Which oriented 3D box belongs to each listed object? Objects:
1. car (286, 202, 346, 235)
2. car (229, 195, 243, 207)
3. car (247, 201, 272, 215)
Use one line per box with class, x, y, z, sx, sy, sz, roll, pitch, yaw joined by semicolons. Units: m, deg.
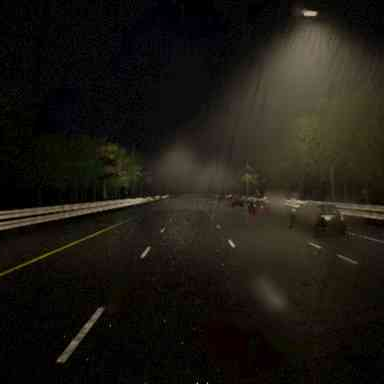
car;7.004;1.400;19.256;2.097;1.767;4.553;0;0;0
car;7.014;1.659;52.858;1.812;1.442;4.674;0;0;0
car;7.009;1.652;34.965;1.994;1.385;4.181;0;0;0
